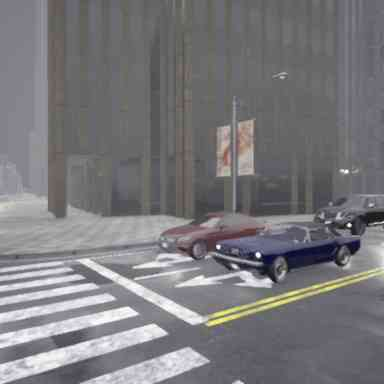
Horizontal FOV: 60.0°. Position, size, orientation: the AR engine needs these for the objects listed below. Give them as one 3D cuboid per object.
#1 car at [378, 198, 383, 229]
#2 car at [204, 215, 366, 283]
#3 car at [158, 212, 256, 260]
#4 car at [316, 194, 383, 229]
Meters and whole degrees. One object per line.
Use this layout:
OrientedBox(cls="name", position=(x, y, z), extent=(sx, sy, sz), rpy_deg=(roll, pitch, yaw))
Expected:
OrientedBox(cls="car", position=(10.991, 1.285, 15.521), extent=(4.553, 1.767, 2.097), rpy_deg=(0, 0, -35))
OrientedBox(cls="car", position=(2.877, 1.568, 9.721), extent=(4.718, 1.301, 1.895), rpy_deg=(0, 0, -36))
OrientedBox(cls="car", position=(0.997, 1.491, 12.379), extent=(4.674, 1.442, 1.812), rpy_deg=(0, 0, -36))
OrientedBox(cls="car", position=(9.053, 1.155, 18.135), extent=(5.566, 2.045, 2.150), rpy_deg=(0, 0, -36))
